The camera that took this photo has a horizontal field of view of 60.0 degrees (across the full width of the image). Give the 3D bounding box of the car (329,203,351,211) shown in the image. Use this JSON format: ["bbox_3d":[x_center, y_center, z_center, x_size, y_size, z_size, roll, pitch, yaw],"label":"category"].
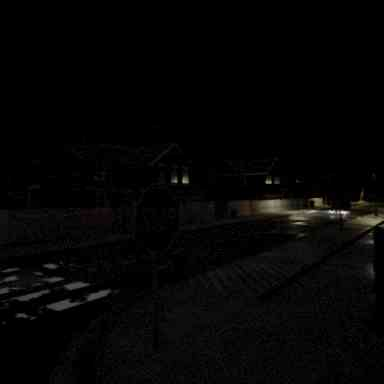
[{"bbox_3d":[19.219,1.680,43.135,1.994,1.385,4.181,-1,-1,36],"label":"car"}]
